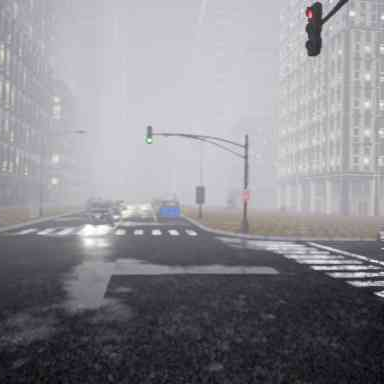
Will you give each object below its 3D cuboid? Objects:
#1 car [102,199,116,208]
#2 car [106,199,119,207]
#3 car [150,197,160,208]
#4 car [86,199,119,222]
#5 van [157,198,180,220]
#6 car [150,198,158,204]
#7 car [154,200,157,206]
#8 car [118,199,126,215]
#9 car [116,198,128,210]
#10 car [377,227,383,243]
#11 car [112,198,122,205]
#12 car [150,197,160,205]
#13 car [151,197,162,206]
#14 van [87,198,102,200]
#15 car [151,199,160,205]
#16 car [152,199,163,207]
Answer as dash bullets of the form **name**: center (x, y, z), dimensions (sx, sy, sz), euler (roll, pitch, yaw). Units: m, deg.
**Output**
- **car**: center (-14.275, 1.937, 57.481), dimensions (1.947, 1.339, 4.313), euler (2, -1, -8)
- **car**: center (-15.034, 1.970, 62.967), dimensions (2.008, 1.369, 4.403), euler (2, -1, -8)
- **car**: center (-5.970, 1.884, 58.631), dimensions (2.192, 1.841, 5.009), euler (2, -1, -8)
- **car**: center (-7.558, 1.658, 27.785), dimensions (2.128, 1.511, 4.902), euler (1, -1, -9)
- **van**: center (-2.061, 1.670, 31.217), dimensions (1.690, 1.788, 3.998), euler (2, -1, -8)
- **car**: center (-10.532, 2.408, 91.550), dimensions (2.008, 1.369, 4.403), euler (2, -1, -8)
- **car**: center (-2.915, 1.920, 36.688), dimensions (1.887, 1.381, 4.507), euler (2, -1, -8)
- **car**: center (-8.892, 1.800, 37.478), dimensions (2.033, 1.411, 5.357), euler (1, -1, -8)
- **car**: center (-10.271, 1.820, 47.524), dimensions (1.882, 1.535, 5.008), euler (1, -1, -8)
- **car**: center (12.118, 2.109, 17.274), dimensions (4.902, 1.511, 2.128), euler (2, -1, -10)
- **car**: center (-16.554, 2.097, 73.941), dimensions (1.802, 1.307, 4.206), euler (2, -1, -8)
- **car**: center (-9.007, 2.076, 80.579), dimensions (2.192, 1.841, 5.009), euler (2, -1, -8)
- **car**: center (-7.489, 1.981, 69.606), dimensions (2.192, 1.841, 5.009), euler (2, -1, -8)
- **van**: center (-11.991, 1.567, 41.024), dimensions (1.690, 1.788, 3.998), euler (2, -1, -8)
- **car**: center (-8.254, 2.279, 75.090), dimensions (1.947, 1.339, 4.313), euler (2, -1, -8)
- **car**: center (-6.735, 2.162, 64.115), dimensions (1.887, 1.381, 4.507), euler (2, -1, -8)
